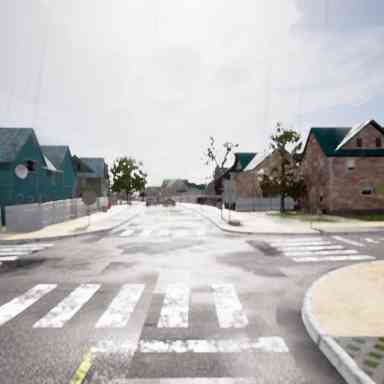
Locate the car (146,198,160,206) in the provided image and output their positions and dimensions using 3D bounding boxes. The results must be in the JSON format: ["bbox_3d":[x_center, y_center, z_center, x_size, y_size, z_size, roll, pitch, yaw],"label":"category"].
[{"bbox_3d":[-7.384,1.782,60.308,1.812,1.442,4.674,0,-1,-10],"label":"car"}]

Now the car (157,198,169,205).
[{"bbox_3d":[-5.879,1.928,66.596,1.895,1.301,4.718,0,-1,-13],"label":"car"}]

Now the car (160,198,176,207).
[{"bbox_3d":[-3.913,1.725,56.667,1.837,1.490,4.892,0,-1,-10],"label":"car"}]
